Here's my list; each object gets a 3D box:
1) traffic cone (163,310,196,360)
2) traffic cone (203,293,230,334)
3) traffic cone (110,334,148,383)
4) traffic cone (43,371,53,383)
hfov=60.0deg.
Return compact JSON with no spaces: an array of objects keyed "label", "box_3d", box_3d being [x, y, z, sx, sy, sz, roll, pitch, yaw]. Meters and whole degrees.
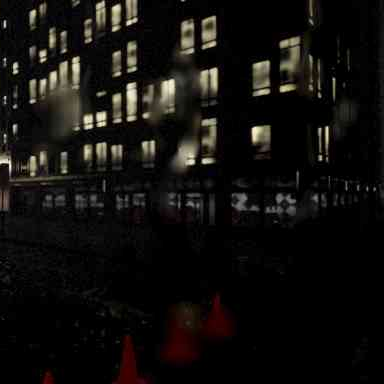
[{"label":"traffic cone","box_3d":[-0.170,1.972,4.707,0.340,0.580,0.340,0,0,36]},{"label":"traffic cone","box_3d":[0.413,1.975,5.520,0.340,0.580,0.340,0,0,36]},{"label":"traffic cone","box_3d":[-0.753,1.968,3.894,0.340,0.580,0.340,0,0,36]},{"label":"traffic cone","box_3d":[-1.335,1.965,3.081,0.340,0.580,0.340,0,0,36]}]
